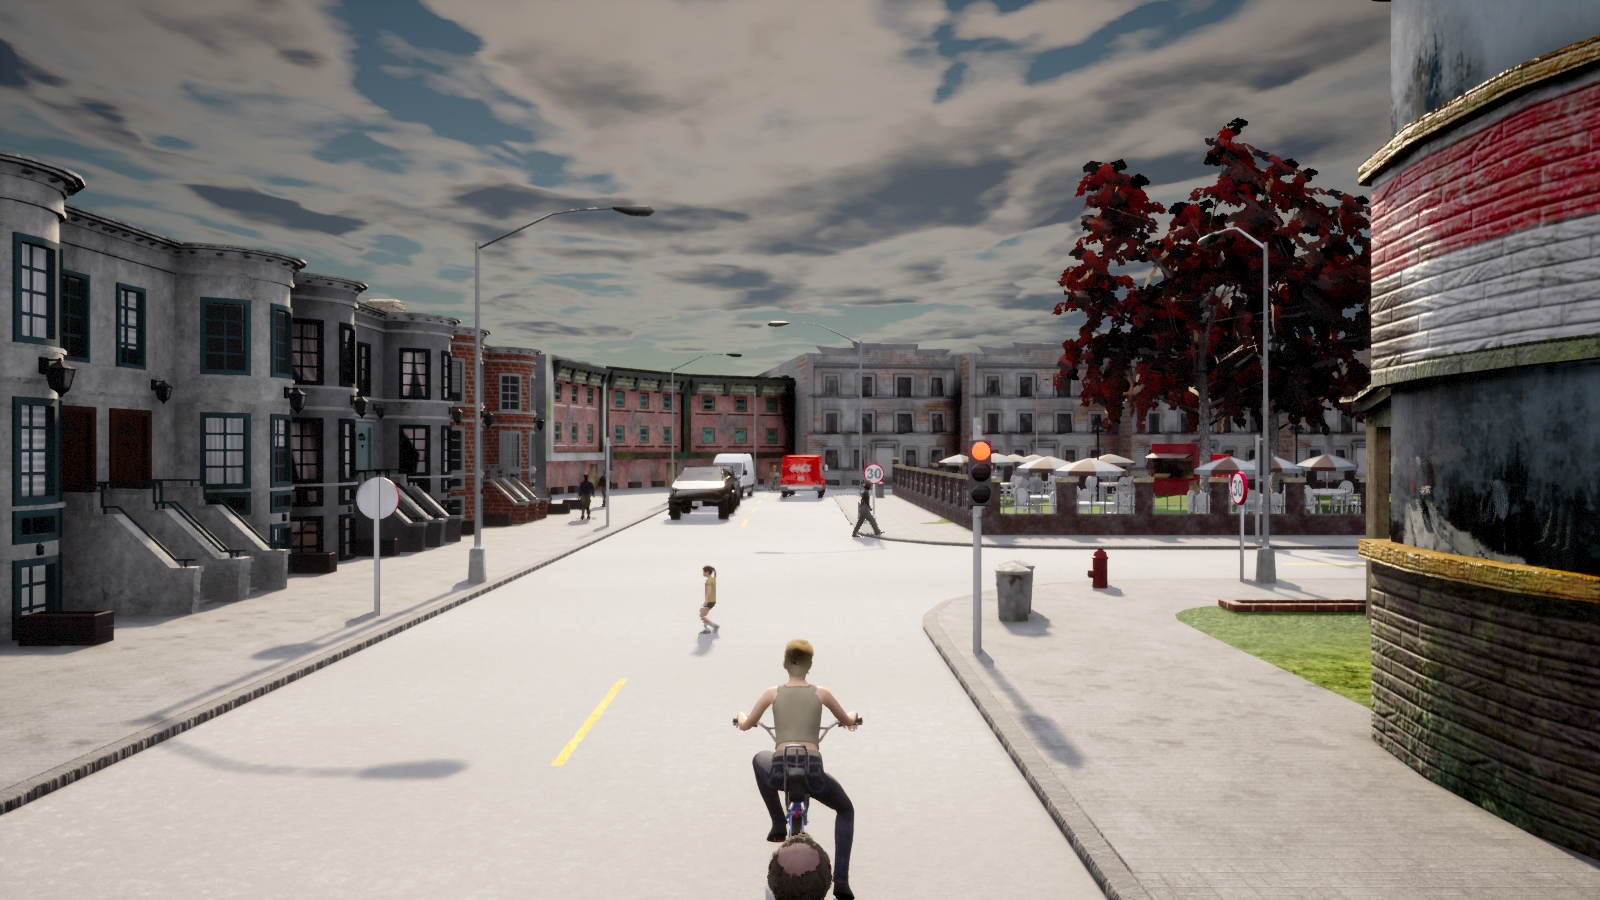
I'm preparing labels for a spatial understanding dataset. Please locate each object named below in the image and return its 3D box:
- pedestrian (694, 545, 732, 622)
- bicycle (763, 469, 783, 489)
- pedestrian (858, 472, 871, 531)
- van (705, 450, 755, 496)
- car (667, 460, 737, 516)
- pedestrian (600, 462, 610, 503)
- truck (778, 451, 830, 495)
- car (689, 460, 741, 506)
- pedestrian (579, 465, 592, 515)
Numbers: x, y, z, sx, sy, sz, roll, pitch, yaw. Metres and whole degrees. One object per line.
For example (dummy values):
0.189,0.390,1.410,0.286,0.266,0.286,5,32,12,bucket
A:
-1.312,2.001,17.268,0.500,1.100,0.500,0,0,7,pedestrian
-1.775,1.908,74.932,0.373,1.296,1.643,1,1,39,bicycle
2.027,1.614,35.945,0.375,1.860,0.375,0,0,10,pedestrian
-4.016,1.289,66.883,1.988,2.561,5.915,0,0,6,van
-3.997,1.515,47.708,2.390,2.098,6.274,0,0,0,car
-9.004,1.505,52.664,0.375,1.860,0.375,0,0,-24,pedestrian
0.312,1.321,68.320,2.627,2.467,5.204,-1,0,5,truck
-4.051,1.538,55.431,2.150,2.045,5.566,0,0,0,car
-8.071,1.507,43.039,0.375,1.860,0.375,0,0,6,pedestrian
